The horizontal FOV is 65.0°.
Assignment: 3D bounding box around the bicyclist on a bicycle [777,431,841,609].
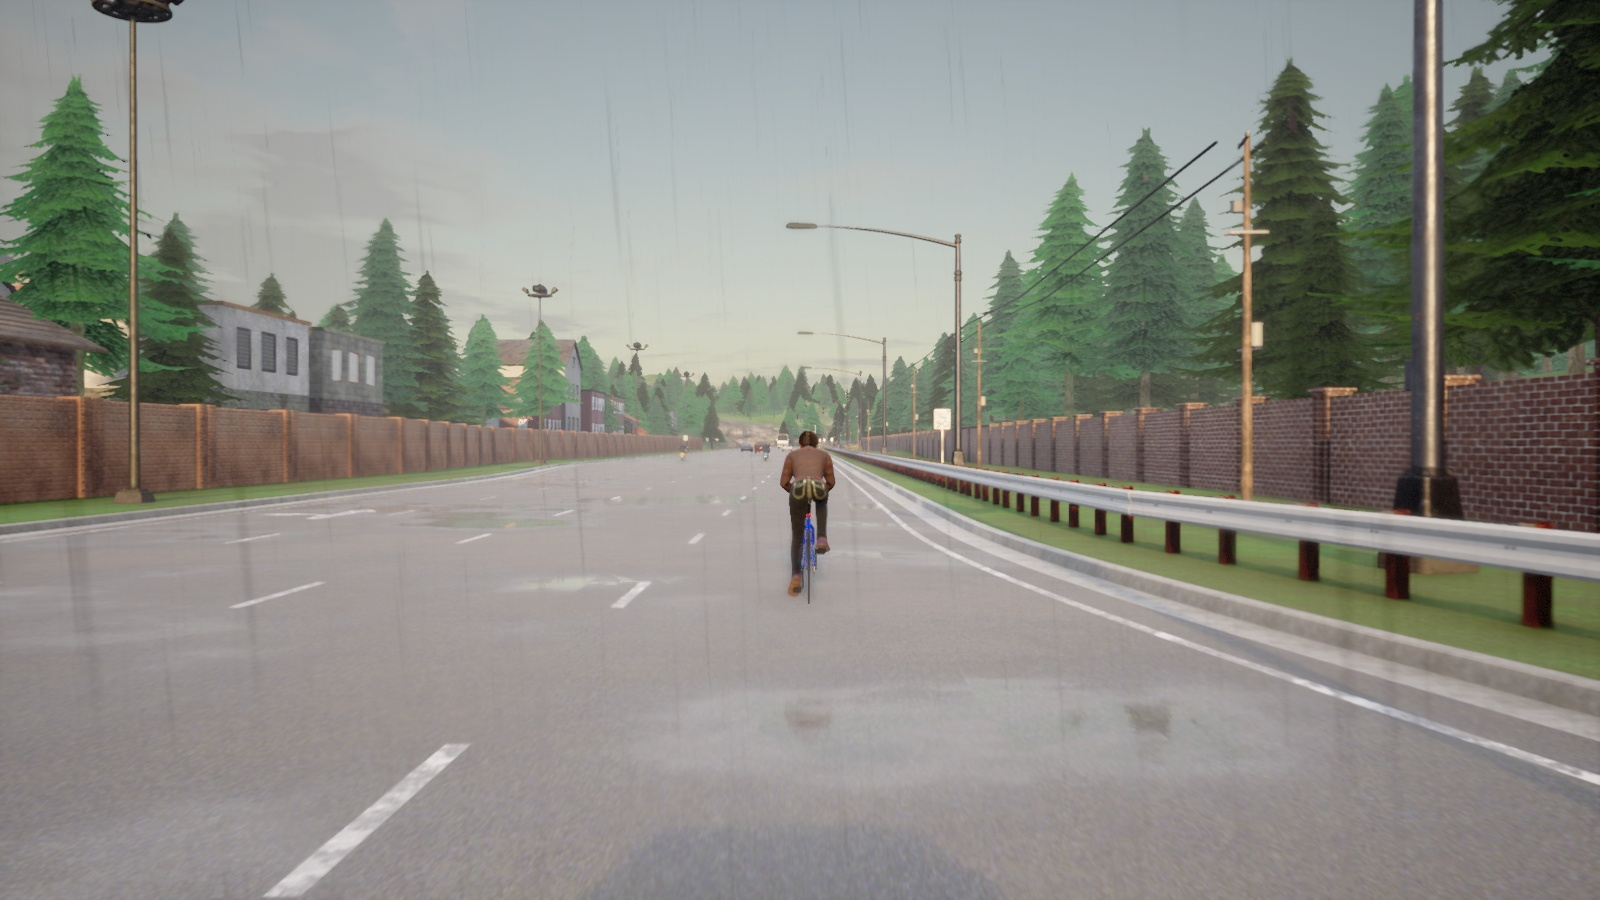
[{"bbox_3d":[0.085,0.636,12.274,0.582,1.620,1.656,0,0,0],"label":"bicyclist on a bicycle"}]
